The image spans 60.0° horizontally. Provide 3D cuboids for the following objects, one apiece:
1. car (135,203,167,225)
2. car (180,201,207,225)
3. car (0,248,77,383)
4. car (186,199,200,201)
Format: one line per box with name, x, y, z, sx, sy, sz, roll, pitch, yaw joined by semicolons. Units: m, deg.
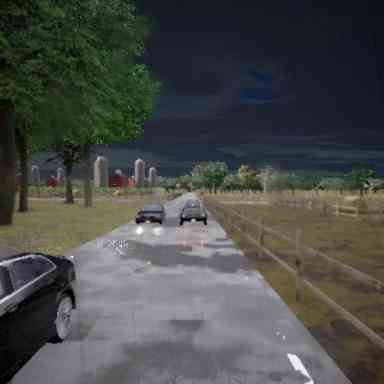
car;-2.849;1.540;24.157;2.033;1.411;5.357;0;0;0
car;0.102;1.593;24.288;1.895;1.301;4.718;0;0;0
car;-2.812;1.491;3.631;2.128;1.511;4.902;0;0;0
car;0.103;1.531;43.212;1.994;1.385;4.181;0;0;0
